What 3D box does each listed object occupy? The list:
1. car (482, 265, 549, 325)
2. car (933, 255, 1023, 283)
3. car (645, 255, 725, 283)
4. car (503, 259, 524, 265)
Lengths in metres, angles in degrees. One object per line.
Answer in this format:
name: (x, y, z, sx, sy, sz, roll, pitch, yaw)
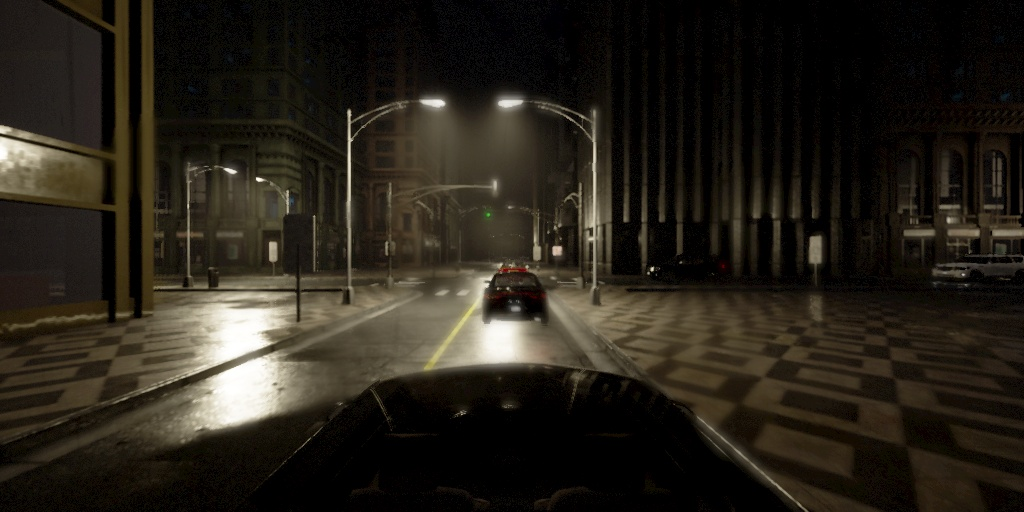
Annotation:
car: (0.089, 1.227, 11.842, 1.882, 1.535, 5.008, 0, 0, 0)
car: (35.738, 0.925, 27.286, 5.566, 2.045, 2.150, 0, 0, 0)
car: (13.154, 0.943, 27.309, 5.566, 2.045, 2.150, 0, 0, 0)
car: (0.095, 1.085, 25.079, 2.097, 1.767, 4.553, 0, 0, 0)
